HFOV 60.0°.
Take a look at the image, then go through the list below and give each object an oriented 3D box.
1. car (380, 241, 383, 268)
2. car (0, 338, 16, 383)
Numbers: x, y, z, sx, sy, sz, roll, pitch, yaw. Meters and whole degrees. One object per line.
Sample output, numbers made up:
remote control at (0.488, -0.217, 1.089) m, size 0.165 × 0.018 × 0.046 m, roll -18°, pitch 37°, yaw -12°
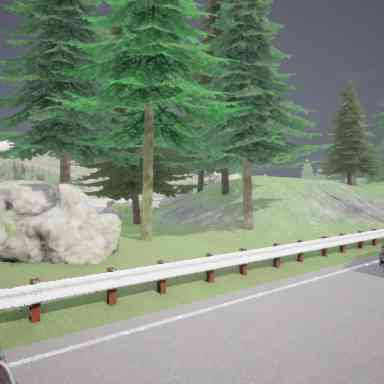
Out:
car at (7.277, 1.492, 9.666) m, size 4.902 × 1.511 × 2.128 m, roll 0°, pitch 0°, yaw -38°
car at (-3.351, 1.352, 1.572) m, size 4.553 × 1.767 × 2.097 m, roll 0°, pitch 0°, yaw -36°
